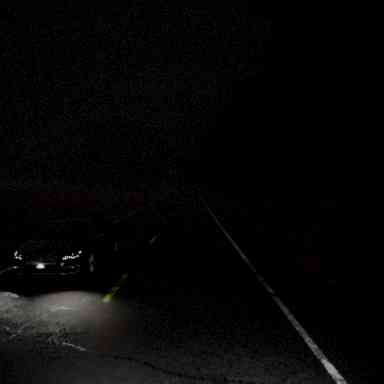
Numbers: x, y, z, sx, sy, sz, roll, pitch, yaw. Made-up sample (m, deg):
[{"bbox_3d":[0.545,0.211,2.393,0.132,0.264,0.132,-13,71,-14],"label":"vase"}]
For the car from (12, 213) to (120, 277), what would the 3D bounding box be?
[{"bbox_3d":[-3.497,1.456,10.106,1.837,1.490,4.892,0,0,0],"label":"car"}]
